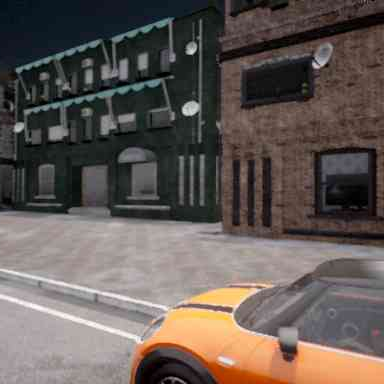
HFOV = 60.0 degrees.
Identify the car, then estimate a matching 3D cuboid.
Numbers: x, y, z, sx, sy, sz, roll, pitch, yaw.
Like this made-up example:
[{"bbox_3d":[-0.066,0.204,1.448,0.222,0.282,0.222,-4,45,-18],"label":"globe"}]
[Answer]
[{"bbox_3d":[1.597,1.433,3.085,4.553,1.767,2.097,0,-1,32],"label":"car"}]
